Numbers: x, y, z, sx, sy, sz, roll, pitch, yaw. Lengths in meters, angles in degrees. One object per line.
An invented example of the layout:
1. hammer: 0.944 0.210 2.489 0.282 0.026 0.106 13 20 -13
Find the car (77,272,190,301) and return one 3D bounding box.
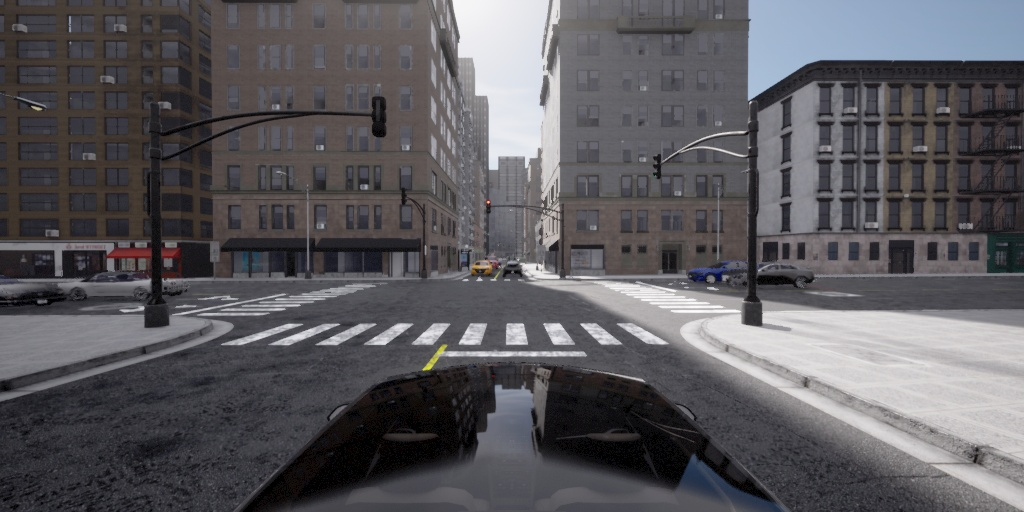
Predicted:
1. car: -18.795 1.449 17.543 4.718 1.301 1.895 0 1 0

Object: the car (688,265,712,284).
1. car: 14.642 1.076 24.420 5.008 1.535 1.882 -1 1 0

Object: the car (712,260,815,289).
1. car: 14.987 1.121 21.171 4.902 1.511 2.128 -1 1 0

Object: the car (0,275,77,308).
1. car: -21.374 1.442 14.279 5.357 1.411 2.033 0 1 0

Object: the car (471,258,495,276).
1. car: -3.119 1.233 37.576 1.882 1.535 5.008 0 0 0

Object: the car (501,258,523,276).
1. car: 0.079 1.261 36.480 1.837 1.490 4.892 0 0 0

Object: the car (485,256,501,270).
1. car: -3.128 0.979 52.363 2.150 2.045 5.566 0 1 0
